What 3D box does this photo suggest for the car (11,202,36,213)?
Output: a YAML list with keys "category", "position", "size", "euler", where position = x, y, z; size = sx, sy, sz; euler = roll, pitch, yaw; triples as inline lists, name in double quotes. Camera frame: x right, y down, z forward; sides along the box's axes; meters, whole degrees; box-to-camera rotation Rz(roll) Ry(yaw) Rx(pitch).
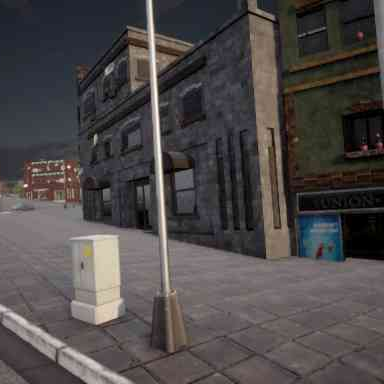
- category: "car"
  position: [-26.749, 2.416, 52.898]
  size: [2.128, 1.511, 4.902]
  euler: [-4, -1, 4]
